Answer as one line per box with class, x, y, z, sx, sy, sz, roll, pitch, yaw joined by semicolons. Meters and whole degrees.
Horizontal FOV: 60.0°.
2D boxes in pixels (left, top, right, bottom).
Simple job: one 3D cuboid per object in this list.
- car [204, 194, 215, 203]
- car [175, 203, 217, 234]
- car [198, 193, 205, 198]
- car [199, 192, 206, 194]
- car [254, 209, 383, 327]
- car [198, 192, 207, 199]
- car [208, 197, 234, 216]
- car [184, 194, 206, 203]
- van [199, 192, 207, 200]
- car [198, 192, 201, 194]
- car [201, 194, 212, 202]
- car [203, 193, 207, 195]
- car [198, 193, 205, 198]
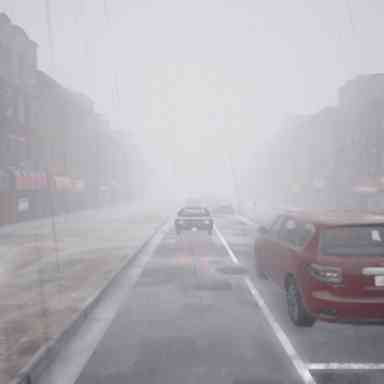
car;2.635;1.261;40.261;1.752;1.417;4.829;-1;0;0
car;0.106;1.480;18.273;1.895;1.301;4.718;0;0;0
car;2.652;0.947;90.052;1.752;1.417;4.829;-1;0;0
car;2.642;1.197;56.688;1.947;1.339;4.313;-1;0;0
car;2.619;1.269;6.895;2.192;1.841;5.009;-1;0;0
car;2.648;0.897;84.349;1.967;1.590;4.097;-1;0;0
car;2.633;1.390;29.026;1.802;1.307;4.206;-1;0;0
car;0.113;1.307;36.477;2.033;1.411;5.357;0;0;0
van;2.644;0.832;78.816;1.690;1.788;3.998;-1;0;0
car;2.646;1.143;67.753;1.802;1.307;4.206;-1;0;0
car;2.644;1.162;62.220;1.947;1.339;4.313;-1;0;0
car;2.638;1.252;45.623;2.008;1.369;4.403;-1;0;0
car;2.655;0.954;95.415;1.947;1.339;4.313;-1;0;0
